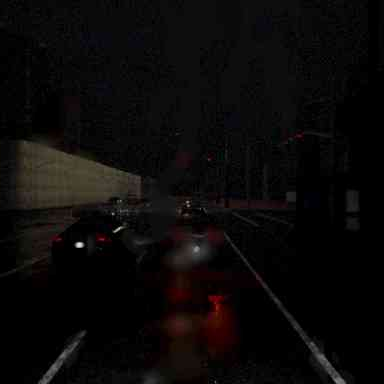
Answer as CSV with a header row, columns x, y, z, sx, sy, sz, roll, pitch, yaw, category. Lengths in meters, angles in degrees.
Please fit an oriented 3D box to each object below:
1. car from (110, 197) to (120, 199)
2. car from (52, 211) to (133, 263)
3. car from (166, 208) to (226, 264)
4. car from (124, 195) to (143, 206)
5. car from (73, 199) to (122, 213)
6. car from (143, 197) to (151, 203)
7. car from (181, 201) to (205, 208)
x,y,z,sx,sy,sz,roll,pitch,yaw,category
-14.024,1.656,60.133,1.837,1.490,4.892,0,0,1,car
-3.424,1.595,12.154,1.994,1.385,4.181,0,0,0,car
0.086,1.519,12.014,2.128,1.511,4.902,0,-1,-1,car
-10.524,1.677,60.209,1.812,1.442,4.674,0,0,1,car
-8.376,1.599,28.860,4.674,1.442,1.812,0,-1,37,car
-10.489,1.785,75.817,1.895,1.301,4.718,0,0,0,car
0.089,1.567,29.796,2.128,1.511,4.902,0,0,0,car
